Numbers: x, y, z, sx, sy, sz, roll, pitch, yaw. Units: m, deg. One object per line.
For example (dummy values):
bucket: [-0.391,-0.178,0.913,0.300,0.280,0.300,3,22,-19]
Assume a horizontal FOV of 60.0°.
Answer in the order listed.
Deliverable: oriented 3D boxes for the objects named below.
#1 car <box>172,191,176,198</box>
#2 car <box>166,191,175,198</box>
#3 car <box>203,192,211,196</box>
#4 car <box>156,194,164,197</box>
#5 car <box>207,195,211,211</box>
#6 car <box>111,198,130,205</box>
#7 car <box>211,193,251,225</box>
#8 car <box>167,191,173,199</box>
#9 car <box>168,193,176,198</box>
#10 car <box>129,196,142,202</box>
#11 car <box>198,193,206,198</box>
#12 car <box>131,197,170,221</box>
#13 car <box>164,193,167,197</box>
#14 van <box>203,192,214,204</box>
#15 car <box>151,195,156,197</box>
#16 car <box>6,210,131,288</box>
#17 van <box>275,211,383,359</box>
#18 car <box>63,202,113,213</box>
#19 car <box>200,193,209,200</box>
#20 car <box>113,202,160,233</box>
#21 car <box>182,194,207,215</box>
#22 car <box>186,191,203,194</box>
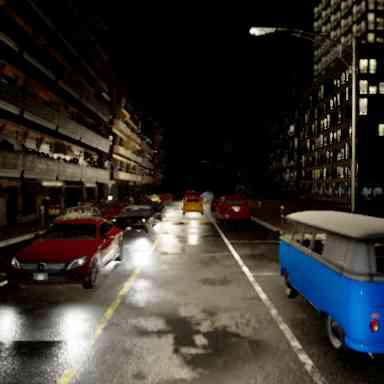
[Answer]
car: [-5.706,0.963,82.972,1.752,1.417,4.829,0,0,0]
car: [-5.709,0.720,88.666,2.192,1.841,5.009,0,0,0]
car: [2.679,1.164,50.153,1.752,1.417,4.829,0,0,0]
car: [-5.701,1.167,49.812,1.752,1.417,4.829,0,0,0]
car: [2.681,1.298,33.404,1.887,1.381,4.507,0,0,0]
car: [-5.698,1.377,22.348,1.887,1.381,4.507,0,0,0]
car: [2.681,1.147,22.348,2.192,1.841,5.009,0,0,0]
car: [-5.705,1.047,72.088,1.887,1.381,4.507,0,0,0]
car: [-5.707,0.925,94.195,2.008,1.369,4.403,0,0,0]
car: [-5.699,1.233,27.875,1.967,1.590,4.097,0,0,0]
car: [2.673,0.987,88.668,1.802,1.307,4.206,0,0,0]
car: [-3.004,1.358,25.399,2.033,1.411,5.357,0,0,0]
car: [-5.702,1.149,55.508,1.887,1.381,4.507,0,0,0]
van: [2.677,0.945,55.507,1.690,1.788,3.998,0,0,0]
car: [-5.701,1.156,38.928,1.967,1.590,4.097,0,0,0]
car: [-3.103,1.454,9.140,1.812,1.442,4.674,0,0,0]
van: [2.684,1.295,5.769,1.690,1.788,3.998,0,0,0]
car: [-5.697,1.423,16.823,2.008,1.369,4.403,0,0,0]
car: [2.675,0.942,72.088,1.967,1.590,4.097,0,0,0]
car: [-3.093,1.460,18.545,1.895,1.301,4.718,0,0,0]
car: [0.093,1.249,30.981,1.882,1.535,5.008,0,1,0]
car: [0.052,0.891,46.035,2.150,2.045,5.566,0,1,0]
